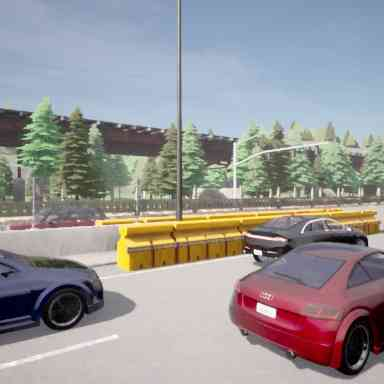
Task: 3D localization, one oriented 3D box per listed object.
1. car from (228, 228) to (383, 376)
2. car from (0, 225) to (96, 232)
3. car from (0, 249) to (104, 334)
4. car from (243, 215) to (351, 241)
[{"bbox_3d":[2.637,1.564,5.639,4.181,1.385,1.994,0,0,-35],"label":"car"},{"bbox_3d":[-5.380,1.351,13.054,4.553,1.767,2.097,0,0,-36],"label":"car"},{"bbox_3d":[-3.630,1.564,5.453,4.181,1.385,1.994,0,0,-36],"label":"car"},{"bbox_3d":[3.829,1.491,10.786,4.902,1.511,2.128,0,0,-36],"label":"car"}]
